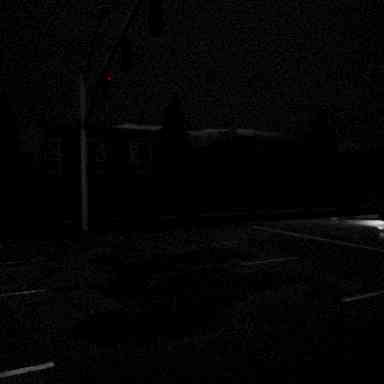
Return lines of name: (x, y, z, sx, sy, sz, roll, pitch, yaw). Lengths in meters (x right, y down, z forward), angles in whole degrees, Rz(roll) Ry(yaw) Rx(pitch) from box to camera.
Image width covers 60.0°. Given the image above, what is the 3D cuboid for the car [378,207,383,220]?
car: (14.244, 1.155, 21.742, 4.181, 1.385, 1.994, -1, 1, -26)
